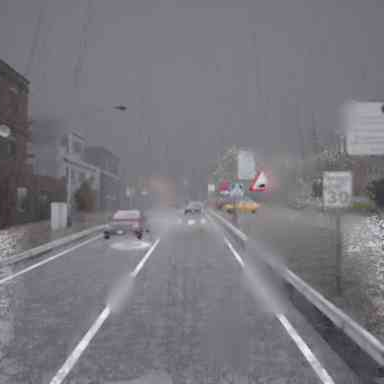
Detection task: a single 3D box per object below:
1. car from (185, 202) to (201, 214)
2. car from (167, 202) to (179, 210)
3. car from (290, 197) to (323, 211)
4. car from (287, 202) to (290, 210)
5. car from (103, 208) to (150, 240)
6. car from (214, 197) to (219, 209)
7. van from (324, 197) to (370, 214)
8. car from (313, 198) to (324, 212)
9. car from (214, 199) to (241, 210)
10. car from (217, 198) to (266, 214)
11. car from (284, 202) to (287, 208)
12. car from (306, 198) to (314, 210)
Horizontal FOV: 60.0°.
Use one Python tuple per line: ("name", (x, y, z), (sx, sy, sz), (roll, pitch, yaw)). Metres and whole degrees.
("car", (0.087, 1.905, 40.035), (1.895, 1.301, 4.718), (0, -1, 0))
("car", (-3.363, 2.476, 59.007), (2.033, 1.411, 5.357), (0, -2, 1))
("car", (18.448, 1.803, 50.447), (5.566, 2.045, 2.435), (0, -2, -1))
("car", (18.436, 2.148, 53.230), (4.892, 1.521, 2.231), (0, -2, -1))
("car", (-3.342, 1.607, 17.778), (1.812, 1.442, 4.674), (0, 0, 0))
("car", (6.218, 1.848, 51.974), (5.566, 2.045, 2.435), (0, -2, -1))
("van", (18.446, 1.545, 39.275), (4.442, 1.987, 1.878), (0, -1, 0))
("car", (18.726, 1.829, 42.066), (5.366, 1.575, 1.946), (0, -1, 0))
("car", (6.147, 2.179, 57.919), (4.553, 1.767, 2.185), (0, -2, -1))
("car", (6.105, 1.776, 39.823), (5.366, 1.575, 1.946), (0, -1, 0))
("car", (18.382, 1.988, 55.906), (5.566, 2.045, 2.435), (0, -2, -1))
("car", (18.706, 1.893, 44.726), (5.366, 1.575, 1.946), (0, -2, 0))
